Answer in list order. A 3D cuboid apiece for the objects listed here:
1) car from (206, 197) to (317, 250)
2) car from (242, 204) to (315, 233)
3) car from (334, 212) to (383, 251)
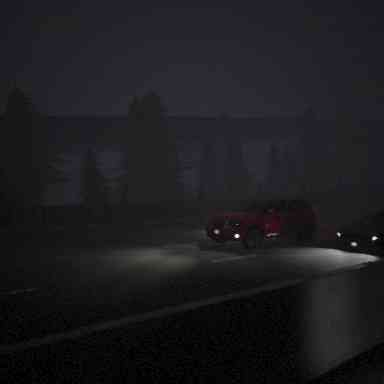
[{"bbox_3d":[3.257,1.255,14.848,5.566,2.045,2.150,1,0,-35],"label":"car"},{"bbox_3d":[5.425,1.532,20.628,4.674,1.442,1.812,-1,0,-35],"label":"car"},{"bbox_3d":[8.311,1.569,14.111,5.357,1.411,2.033,0,0,-35],"label":"car"}]
